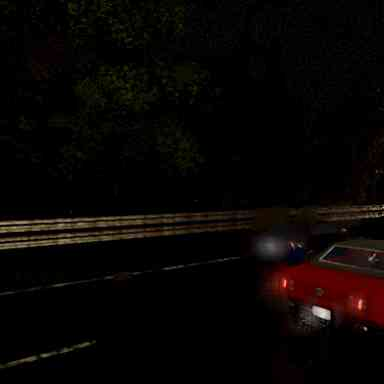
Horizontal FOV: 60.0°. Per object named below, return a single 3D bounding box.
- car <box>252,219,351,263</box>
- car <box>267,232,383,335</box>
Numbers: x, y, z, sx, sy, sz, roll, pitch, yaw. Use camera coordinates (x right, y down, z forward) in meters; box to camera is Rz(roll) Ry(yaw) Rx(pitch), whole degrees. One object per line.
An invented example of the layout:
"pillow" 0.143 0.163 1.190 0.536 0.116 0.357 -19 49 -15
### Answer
"car" 3.940 1.584 10.913 4.181 1.385 1.994 0 0 -36
"car" 3.837 1.615 6.518 4.718 1.301 1.895 0 0 -36
